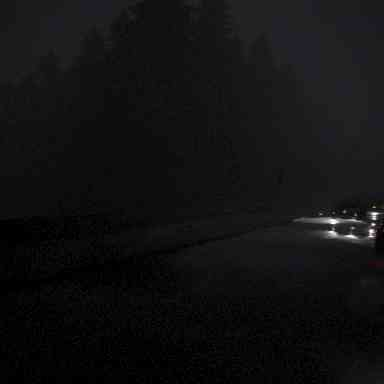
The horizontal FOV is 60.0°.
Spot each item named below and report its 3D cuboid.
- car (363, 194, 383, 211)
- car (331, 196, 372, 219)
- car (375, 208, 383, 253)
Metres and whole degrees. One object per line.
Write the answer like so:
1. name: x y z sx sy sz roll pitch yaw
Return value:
1. car: 17.845 1.090 33.521 1.837 1.490 4.892 3 2 35
2. car: 11.899 1.203 25.040 1.994 1.385 4.181 3 2 35
3. car: 8.045 1.452 12.228 1.994 1.385 4.181 3 2 35
